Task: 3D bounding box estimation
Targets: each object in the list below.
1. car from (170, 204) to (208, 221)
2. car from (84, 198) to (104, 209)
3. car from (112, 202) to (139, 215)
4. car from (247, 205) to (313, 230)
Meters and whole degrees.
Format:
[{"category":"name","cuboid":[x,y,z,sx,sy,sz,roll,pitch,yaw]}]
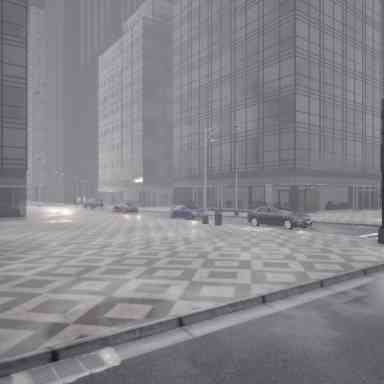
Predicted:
[{"category":"car","cuboid":[-0.403,1.904,31.737,1.812,1.442,4.674,0,-1,-36]},{"category":"car","cuboid":[-18.293,2.148,61.869,2.150,2.045,5.566,0,-1,-37]},{"category":"car","cuboid":[-8.656,2.074,43.151,1.882,1.535,5.008,0,0,-36]},{"category":"car","cuboid":[5.951,1.717,22.962,1.837,1.490,4.892,0,-1,-36]}]
